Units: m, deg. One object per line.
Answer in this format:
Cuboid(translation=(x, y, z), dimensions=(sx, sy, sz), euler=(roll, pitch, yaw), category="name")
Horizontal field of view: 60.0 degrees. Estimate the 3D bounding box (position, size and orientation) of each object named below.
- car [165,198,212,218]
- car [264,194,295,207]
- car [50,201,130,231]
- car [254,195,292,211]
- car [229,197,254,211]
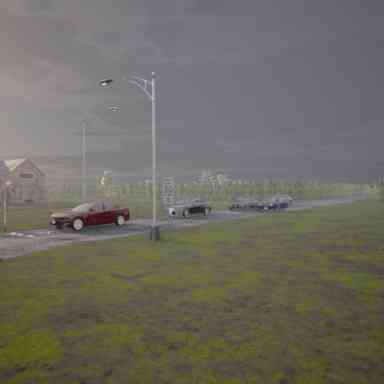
Cuboid(translation=(-0.228, 1.282, 27.918), dimensions=(2.128, 1.511, 4.902), euler=(0, 0, 36), category="car")
Cuboid(translation=(11.603, 1.106, 43.882), dimensions=(2.128, 1.511, 4.902), euler=(0, 0, 37), category="car")
Cuboid(translation=(-6.022, 1.356, 20.067), dimensions=(1.882, 1.535, 5.008), euler=(0, 0, 36), category="car")
Cuboid(translation=(8.734, 1.283, 35.097), dimensions=(1.895, 1.301, 4.718), euler=(0, 0, 36), category="car")
Cuboid(translation=(5.661, 1.266, 35.880), dimensions=(1.994, 1.385, 4.181), euler=(0, 0, 37), category="car")
